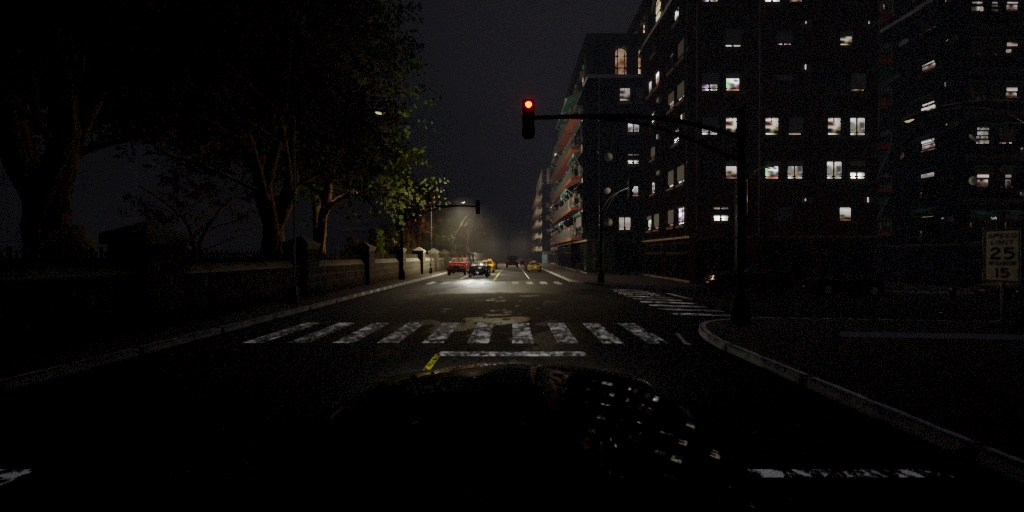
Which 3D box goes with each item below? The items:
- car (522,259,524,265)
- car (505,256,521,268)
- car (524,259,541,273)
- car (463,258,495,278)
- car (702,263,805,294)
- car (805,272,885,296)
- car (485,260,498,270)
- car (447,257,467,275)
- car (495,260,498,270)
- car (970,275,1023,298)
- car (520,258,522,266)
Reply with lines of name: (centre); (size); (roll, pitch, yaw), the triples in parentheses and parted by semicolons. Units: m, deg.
car: (2.709, 1.306, 49.846); (1.888, 1.381, 4.507); (0, 0, 0)
car: (0.025, 0.993, 63.707); (2.150, 2.045, 5.566); (0, 0, 0)
car: (2.707, 1.283, 44.481); (1.751, 1.417, 4.829); (0, 0, 0)
car: (-3.074, 1.245, 34.718); (2.128, 1.511, 4.902); (0, 0, 0)
car: (14.607, 1.338, 22.186); (5.009, 1.841, 2.192); (0, 0, 0)
car: (20.302, 1.671, 22.202); (4.507, 1.381, 1.888); (0, 0, 0)
car: (-3.068, 1.290, 54.398); (1.812, 1.442, 4.674); (0, 0, 0)
car: (-5.675, 1.069, 38.778); (2.192, 1.841, 5.009); (0, 0, 0)
car: (-3.074, 1.235, 44.219); (1.882, 1.535, 5.008); (0, 0, 0)
car: (31.523, 1.857, 22.233); (4.829, 1.417, 1.751); (0, 0, 0)
car: (2.711, 1.316, 55.382); (2.007, 1.370, 4.403); (0, 0, 0)
